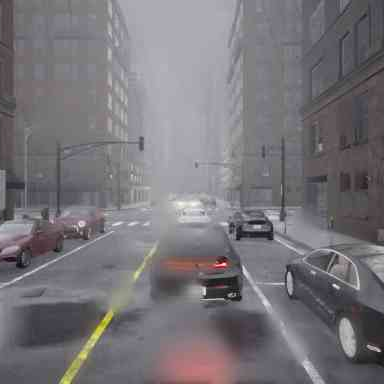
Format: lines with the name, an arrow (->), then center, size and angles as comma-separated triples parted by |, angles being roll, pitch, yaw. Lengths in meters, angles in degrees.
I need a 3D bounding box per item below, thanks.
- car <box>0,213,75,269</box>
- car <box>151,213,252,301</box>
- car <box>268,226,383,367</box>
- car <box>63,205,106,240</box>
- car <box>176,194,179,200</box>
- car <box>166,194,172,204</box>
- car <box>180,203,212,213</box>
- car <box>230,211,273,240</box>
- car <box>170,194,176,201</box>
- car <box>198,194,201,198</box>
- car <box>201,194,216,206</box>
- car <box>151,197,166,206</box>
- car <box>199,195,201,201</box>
car -> -5.670, 1.582, 11.136 | 1.802, 1.307, 4.206 | 0, 0, 0
car -> 0.098, 1.505, 8.301 | 1.837, 1.490, 4.892 | 0, 0, 0
car -> 2.856, 1.550, 5.634 | 2.008, 1.369, 4.403 | 0, 0, 0
car -> -5.669, 1.440, 16.637 | 1.967, 1.590, 4.097 | 0, 0, 0
car -> -5.563, 1.456, 91.600 | 2.192, 1.841, 5.009 | 0, 0, 0
car -> -5.612, 1.606, 64.557 | 2.008, 1.369, 4.403 | 0, 0, 0
car -> 0.083, 1.526, 17.449 | 1.812, 1.442, 4.674 | 0, 0, -1
car -> 2.856, 1.566, 16.636 | 1.947, 1.339, 4.313 | 0, 0, 0
car -> -5.582, 1.625, 80.613 | 1.752, 1.417, 4.829 | 0, 0, 0
car -> 2.932, 1.523, 75.362 | 1.967, 1.590, 4.097 | 0, 0, 0
car -> 2.892, 1.475, 53.727 | 1.967, 1.590, 4.097 | 0, 0, 0
car -> -5.632, 1.617, 53.740 | 1.802, 1.307, 4.206 | 0, 0, 0
car -> 2.913, 1.606, 64.544 | 2.008, 1.369, 4.403 | 0, 0, 0
